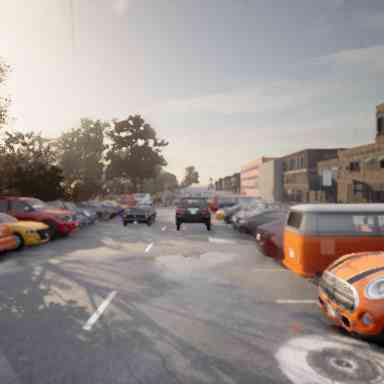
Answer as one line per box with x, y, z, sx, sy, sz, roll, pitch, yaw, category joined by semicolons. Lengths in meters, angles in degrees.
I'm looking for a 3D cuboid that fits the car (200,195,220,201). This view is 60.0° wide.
4.247;1.449;78.891;4.674;1.452;2.002;0;0;0;car

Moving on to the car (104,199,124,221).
-8.548;1.572;27.793;4.792;1.488;2.163;0;0;0;car

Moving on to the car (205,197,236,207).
4.453;1.616;52.730;4.674;1.452;2.002;-1;0;0;car

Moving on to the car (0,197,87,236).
-8.535;1.272;16.655;5.566;2.045;2.435;0;0;0;car

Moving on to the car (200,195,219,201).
4.250;1.447;81.716;4.674;1.452;2.002;0;0;0;car

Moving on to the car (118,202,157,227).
-3.632;1.657;23.582;1.895;1.301;4.718;0;0;0;car

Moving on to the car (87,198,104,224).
-8.602;1.408;22.224;4.553;1.767;2.185;0;0;0;car

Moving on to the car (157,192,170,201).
-8.295;1.281;81.697;4.553;1.767;2.185;0;0;0;car

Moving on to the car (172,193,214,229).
0.070;1.274;21.996;2.150;2.045;5.566;0;0;0;car

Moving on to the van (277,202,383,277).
4.646;1.278;8.277;4.442;1.987;1.878;0;0;0;van

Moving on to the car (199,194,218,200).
4.265;1.404;87.369;5.008;1.535;2.097;0;0;0;car

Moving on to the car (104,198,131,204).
-8.587;1.547;30.579;5.008;1.535;2.097;0;0;0;car

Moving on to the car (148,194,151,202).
-8.636;1.443;47.163;4.553;1.767;2.185;0;0;0;car

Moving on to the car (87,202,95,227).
-8.573;1.530;19.438;4.892;1.521;2.231;0;0;0;car

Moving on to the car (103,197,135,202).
-8.771;1.547;33.239;5.366;1.575;1.946;0;0;0;car

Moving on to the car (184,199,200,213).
0.046;1.605;39.854;1.812;1.442;4.674;0;0;0;car

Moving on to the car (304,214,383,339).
4.563;1.371;5.556;4.553;1.767;2.185;0;0;0;car

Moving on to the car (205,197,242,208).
4.657;1.569;50.088;5.366;1.575;1.946;0;0;0;car

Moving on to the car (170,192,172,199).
-8.318;1.405;84.397;5.008;1.535;2.097;0;0;0;car

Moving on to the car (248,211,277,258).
4.554;1.541;11.122;4.792;1.488;2.163;0;0;0;car

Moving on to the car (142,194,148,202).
-8.632;1.439;44.378;4.553;1.767;2.185;0;0;0;car

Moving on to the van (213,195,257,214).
4.607;1.328;36.048;4.442;1.987;1.878;0;0;0;van

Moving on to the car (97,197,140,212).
-8.562;1.432;38.933;4.553;1.767;2.185;0;0;0;car

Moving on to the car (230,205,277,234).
4.514;1.563;16.689;4.674;1.452;2.002;0;0;0;car

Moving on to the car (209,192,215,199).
4.523;1.299;33.389;5.566;2.045;2.435;0;0;0;car

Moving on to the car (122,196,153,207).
-8.581;1.450;52.859;4.553;1.767;2.185;0;0;0;car

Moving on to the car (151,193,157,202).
-8.637;1.321;50.074;5.566;2.045;2.435;0;0;0;car

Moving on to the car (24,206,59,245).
-8.564;1.517;13.868;5.008;1.535;2.097;0;0;0;car

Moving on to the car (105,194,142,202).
-8.618;1.303;36.024;5.566;2.045;2.435;0;0;0;car

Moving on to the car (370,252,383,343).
4.721;1.485;2.772;5.366;1.575;1.946;0;0;0;car

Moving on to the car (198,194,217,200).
4.259;1.402;90.193;5.008;1.535;2.097;0;0;0;car

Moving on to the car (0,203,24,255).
-8.523;1.385;11.083;4.553;1.767;2.185;0;0;0;car

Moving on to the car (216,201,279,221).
4.508;1.544;27.822;4.892;1.521;2.231;0;0;0;car

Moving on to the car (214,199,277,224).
4.320;1.535;25.039;5.366;1.575;1.946;0;0;0;car

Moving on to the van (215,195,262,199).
4.615;1.321;30.606;4.442;1.987;1.878;0;0;0;van
